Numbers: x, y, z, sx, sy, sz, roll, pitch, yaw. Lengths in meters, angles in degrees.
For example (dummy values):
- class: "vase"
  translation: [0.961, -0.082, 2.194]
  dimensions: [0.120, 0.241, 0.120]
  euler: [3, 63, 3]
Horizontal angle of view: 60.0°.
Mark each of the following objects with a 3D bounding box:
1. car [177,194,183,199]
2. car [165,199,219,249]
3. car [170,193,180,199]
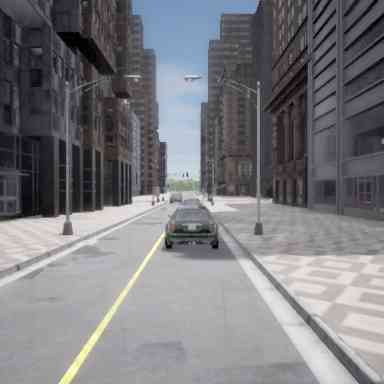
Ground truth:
- class: "car"
  translation: [0.000, 1.363, 29.620]
  dimensions: [2.097, 1.767, 4.553]
  euler: [0, 0, 0]
- class: "car"
  translation: [0.000, 1.364, 14.620]
  dimensions: [2.097, 1.767, 4.553]
  euler: [0, 0, 0]
- class: "car"
  translation: [-3.000, 1.289, 63.619]
  dimensions: [2.150, 2.045, 5.566]
  euler: [0, 0, 0]
